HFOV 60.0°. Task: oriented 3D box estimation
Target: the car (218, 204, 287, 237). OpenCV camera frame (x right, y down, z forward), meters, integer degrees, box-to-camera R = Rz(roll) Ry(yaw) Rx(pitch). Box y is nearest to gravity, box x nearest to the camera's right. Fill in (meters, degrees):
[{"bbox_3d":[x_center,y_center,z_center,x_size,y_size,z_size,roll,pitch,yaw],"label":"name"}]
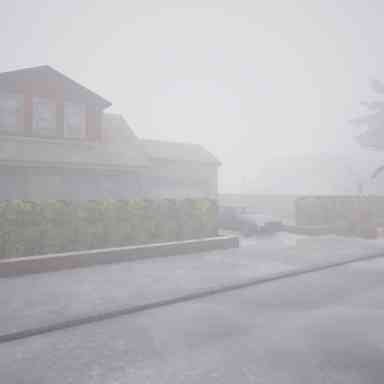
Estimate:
[{"bbox_3d":[2.260,1.356,16.995,2.033,1.415,5.357,0,0,-33],"label":"car"}]
